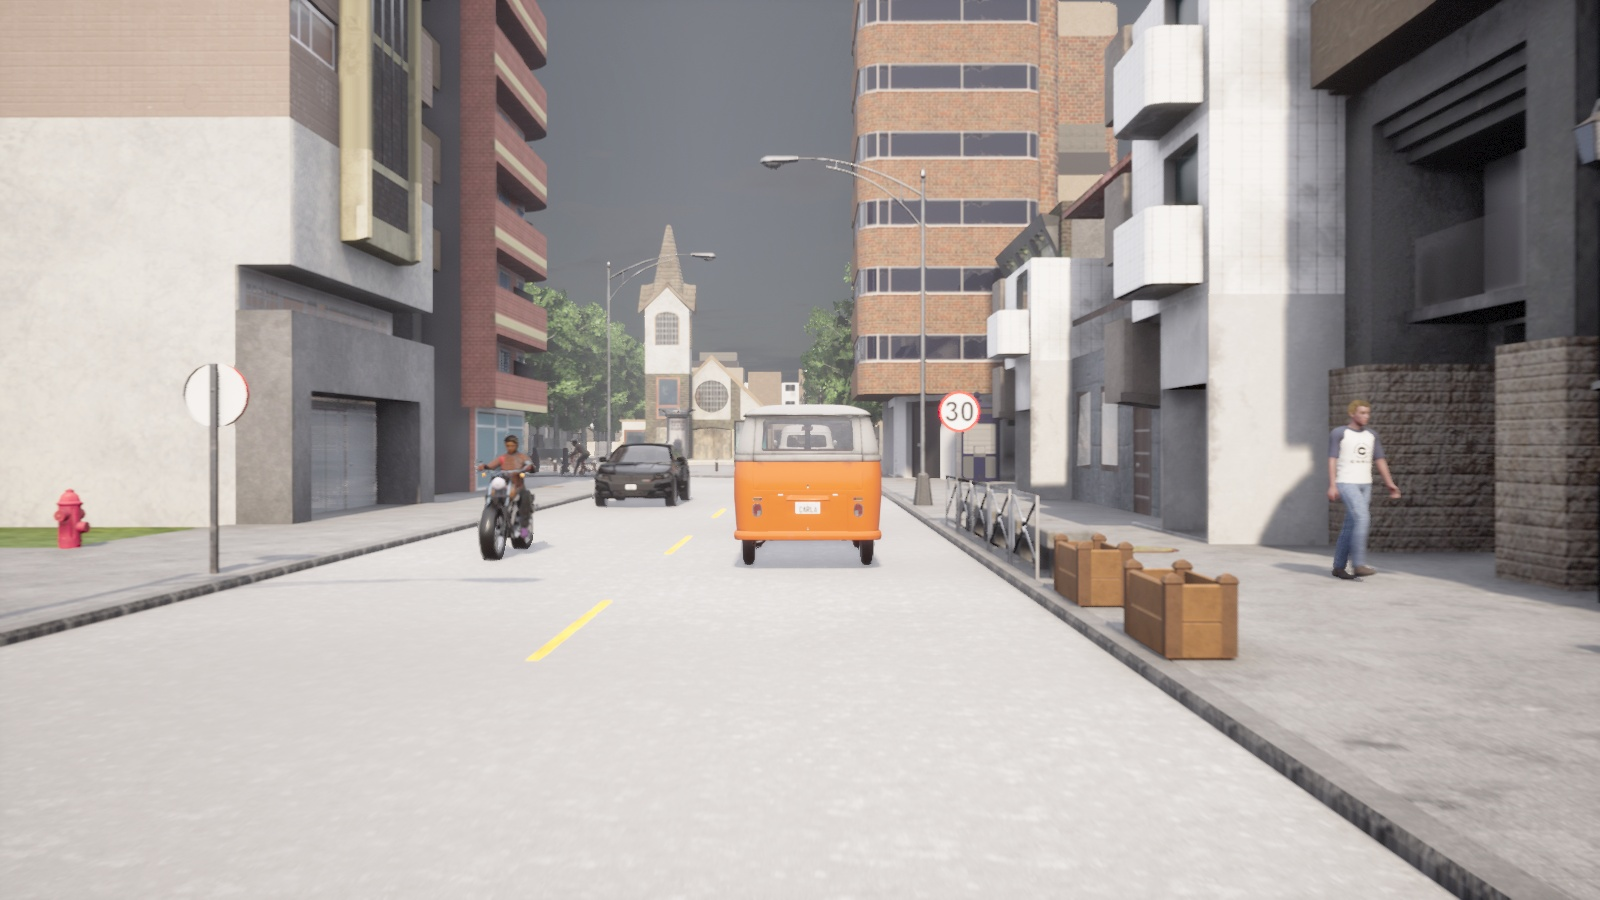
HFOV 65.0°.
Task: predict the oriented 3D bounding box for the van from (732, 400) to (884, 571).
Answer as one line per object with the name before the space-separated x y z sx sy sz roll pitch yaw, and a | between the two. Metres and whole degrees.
van | 0.104 0.404 16.823 1.775 1.987 4.442 0 0 0

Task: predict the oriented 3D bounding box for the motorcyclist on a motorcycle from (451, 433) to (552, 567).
motorcyclist on a motorcycle | -3.896 0.600 16.593 0.766 1.649 2.350 0 0 0

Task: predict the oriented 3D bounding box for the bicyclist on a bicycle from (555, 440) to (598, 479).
bicyclist on a bicycle | -9.365 0.397 52.632 1.656 1.620 0.582 0 1 14

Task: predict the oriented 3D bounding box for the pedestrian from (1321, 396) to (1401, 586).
pedestrian | 5.587 0.390 12.522 0.354 1.836 0.706 0 0 -15

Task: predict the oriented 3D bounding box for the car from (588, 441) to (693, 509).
car | -3.810 0.548 30.785 1.882 1.535 5.008 0 0 0
